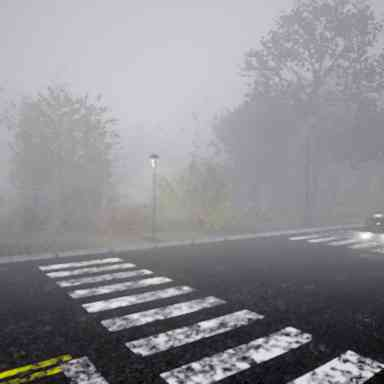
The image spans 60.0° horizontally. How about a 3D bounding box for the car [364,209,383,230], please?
[{"bbox_3d":[12.608,1.722,20.812,4.181,1.385,1.994,1,0,-36],"label":"car"}]
